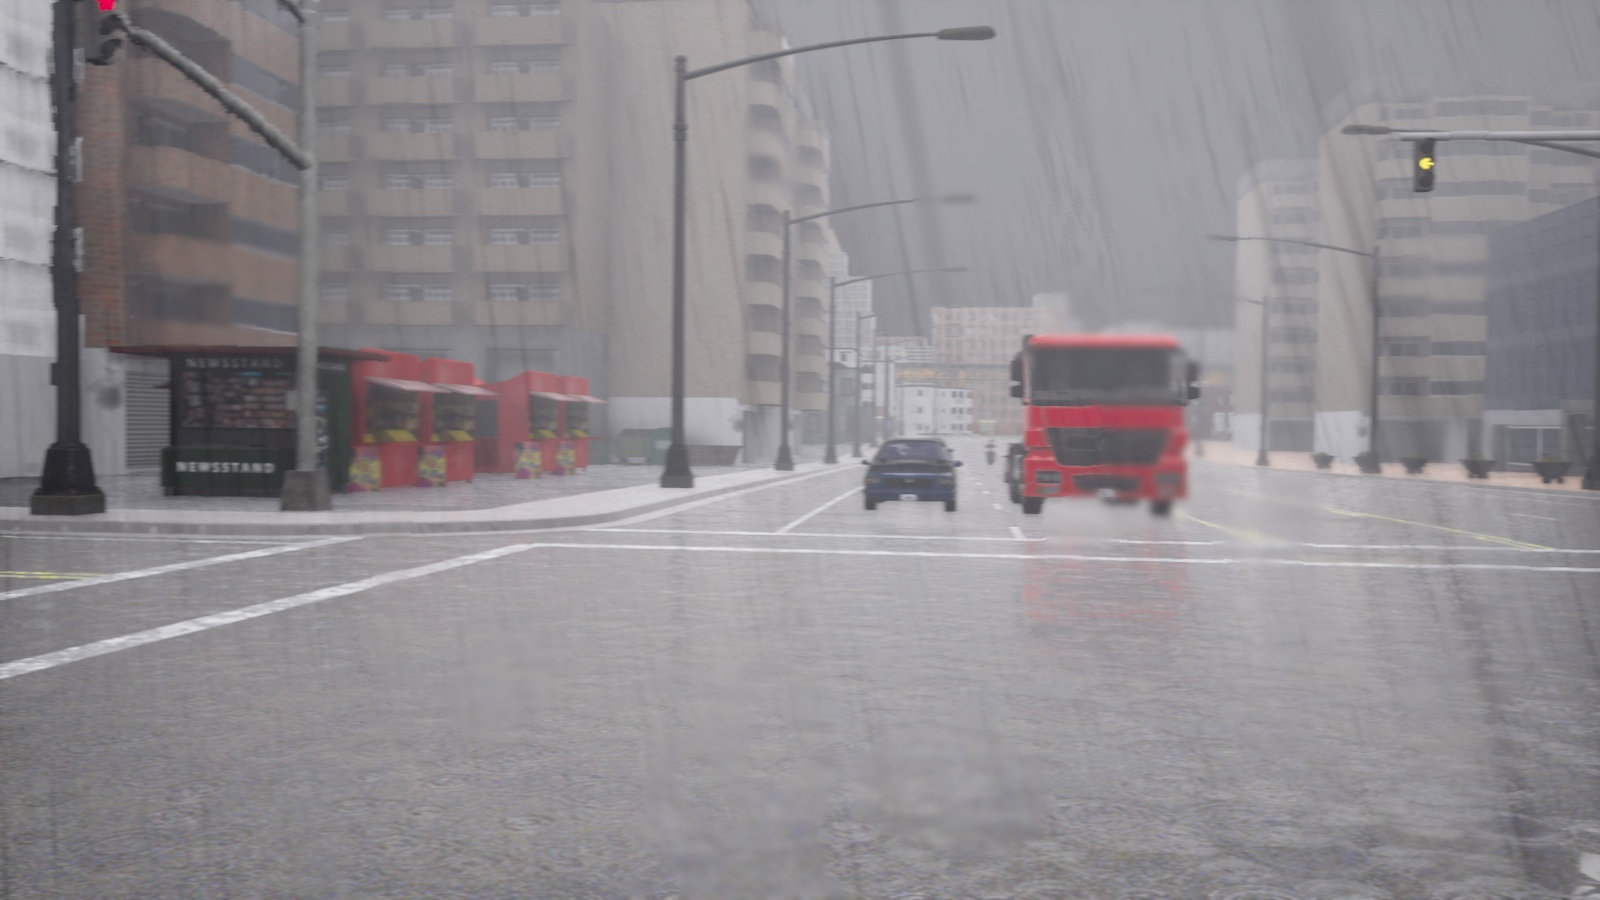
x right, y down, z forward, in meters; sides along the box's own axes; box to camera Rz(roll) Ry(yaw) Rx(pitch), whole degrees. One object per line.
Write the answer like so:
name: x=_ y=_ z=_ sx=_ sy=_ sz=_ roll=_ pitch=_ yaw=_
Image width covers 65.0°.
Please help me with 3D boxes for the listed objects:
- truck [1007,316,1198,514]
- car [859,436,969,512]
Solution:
truck: x=5.949 y=-0.642 z=25.996 sx=2.891 sy=3.462 sz=7.936 roll=0 pitch=1 yaw=7
car: x=2.443 y=0.418 z=26.063 sx=2.033 sy=1.411 sz=5.357 roll=0 pitch=1 yaw=7
